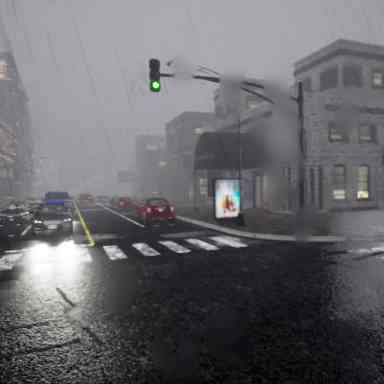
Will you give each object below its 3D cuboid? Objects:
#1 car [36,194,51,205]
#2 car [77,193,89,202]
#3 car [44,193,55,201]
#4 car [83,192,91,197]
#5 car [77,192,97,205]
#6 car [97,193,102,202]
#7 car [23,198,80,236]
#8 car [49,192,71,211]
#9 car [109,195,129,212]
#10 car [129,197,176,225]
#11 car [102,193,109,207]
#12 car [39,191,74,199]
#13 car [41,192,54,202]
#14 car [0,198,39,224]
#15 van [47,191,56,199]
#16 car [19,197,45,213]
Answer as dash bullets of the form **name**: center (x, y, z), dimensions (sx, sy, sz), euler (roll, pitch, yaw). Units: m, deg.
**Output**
- **car**: center (-22.258, 1.114, 49.991), dimensions (1.752, 1.417, 4.829), euler (-2, 1, -21)
- **car**: center (-18.595, 0.895, 56.667), dimensions (1.812, 1.442, 4.674), euler (-2, 1, -21)
- **car**: center (-28.258, 0.976, 65.992), dimensions (1.752, 1.417, 4.829), euler (-2, 1, -21)
- **car**: center (-28.476, 0.598, 90.439), dimensions (1.802, 1.307, 4.206), euler (-3, 1, -21)
- **car**: center (-14.917, 0.960, 46.920), dimensions (1.837, 1.490, 4.892), euler (-2, 1, -21)
- **car**: center (-14.477, 0.878, 53.101), dimensions (2.008, 1.369, 4.403), euler (-2, 1, -21)
- **car**: center (-7.273, 1.310, 17.387), dimensions (2.128, 1.511, 4.902), euler (-2, 1, -22)
- **car**: center (-14.335, 0.993, 36.267), dimensions (2.097, 1.767, 4.553), euler (-2, 1, -21)
- **car**: center (-6.476, 1.104, 31.767), dimensions (1.802, 1.307, 4.206), euler (-2, 1, -21)
- **car**: center (-2.480, 1.063, 21.096), dimensions (1.967, 1.590, 4.097), euler (-2, 1, -21)
- **car**: center (-8.477, 1.023, 37.100), dimensions (2.008, 1.369, 4.403), euler (-2, 1, -21)
- **car**: center (-10.757, 0.952, 26.689), dimensions (2.150, 2.045, 5.566), euler (-2, 1, -21)
- **car**: center (-26.321, 0.935, 60.815), dimensions (1.967, 1.590, 4.097), euler (-2, 1, -21)
- **car**: center (-12.316, 1.383, 23.482), dimensions (2.008, 1.369, 4.403), euler (-2, 1, -21)
- **van**: center (-32.324, 0.703, 76.815), dimensions (1.690, 1.788, 3.998), euler (-2, 1, -21)
- **car**: center (-16.316, 1.283, 34.150), dimensions (2.008, 1.369, 4.403), euler (-2, 1, -21)
